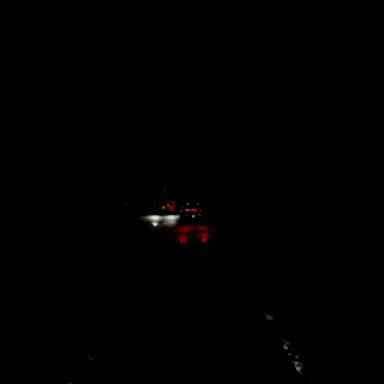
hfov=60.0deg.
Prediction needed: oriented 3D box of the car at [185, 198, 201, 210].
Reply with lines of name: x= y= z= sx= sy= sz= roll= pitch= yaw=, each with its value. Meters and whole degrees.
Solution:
car: x=0.092 y=1.503 z=41.795 sx=1.895 sy=1.301 sz=4.718 roll=0 pitch=0 yaw=0

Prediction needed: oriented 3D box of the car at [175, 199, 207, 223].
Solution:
car: x=0.094 y=1.424 z=24.749 sx=2.128 sy=1.511 sz=4.902 roll=0 pitch=0 yaw=0

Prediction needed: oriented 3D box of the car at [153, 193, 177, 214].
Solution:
car: x=-2.757 y=1.141 z=34.710 sx=2.150 sy=2.045 sz=5.566 roll=0 pitch=0 yaw=0
